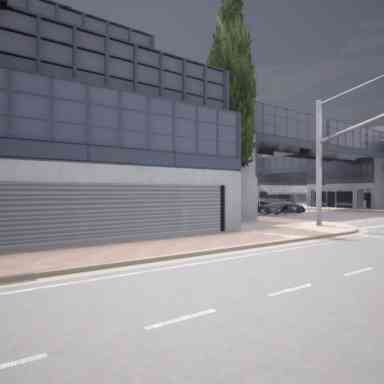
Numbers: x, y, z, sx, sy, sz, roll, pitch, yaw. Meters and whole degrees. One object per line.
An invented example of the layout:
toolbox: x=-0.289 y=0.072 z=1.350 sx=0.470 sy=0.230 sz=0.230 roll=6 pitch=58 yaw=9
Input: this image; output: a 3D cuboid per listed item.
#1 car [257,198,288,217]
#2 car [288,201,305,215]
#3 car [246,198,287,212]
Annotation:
car: x=6.407 y=1.501 z=32.031 sx=1.837 sy=1.490 sz=4.892 roll=0 pitch=0 yaw=-37
car: x=9.360 y=1.559 z=33.925 sx=1.994 sy=1.385 sz=4.181 roll=0 pitch=0 yaw=-37
car: x=8.968 y=1.500 z=40.644 sx=1.837 sy=1.490 sz=4.892 roll=0 pitch=0 yaw=-37
